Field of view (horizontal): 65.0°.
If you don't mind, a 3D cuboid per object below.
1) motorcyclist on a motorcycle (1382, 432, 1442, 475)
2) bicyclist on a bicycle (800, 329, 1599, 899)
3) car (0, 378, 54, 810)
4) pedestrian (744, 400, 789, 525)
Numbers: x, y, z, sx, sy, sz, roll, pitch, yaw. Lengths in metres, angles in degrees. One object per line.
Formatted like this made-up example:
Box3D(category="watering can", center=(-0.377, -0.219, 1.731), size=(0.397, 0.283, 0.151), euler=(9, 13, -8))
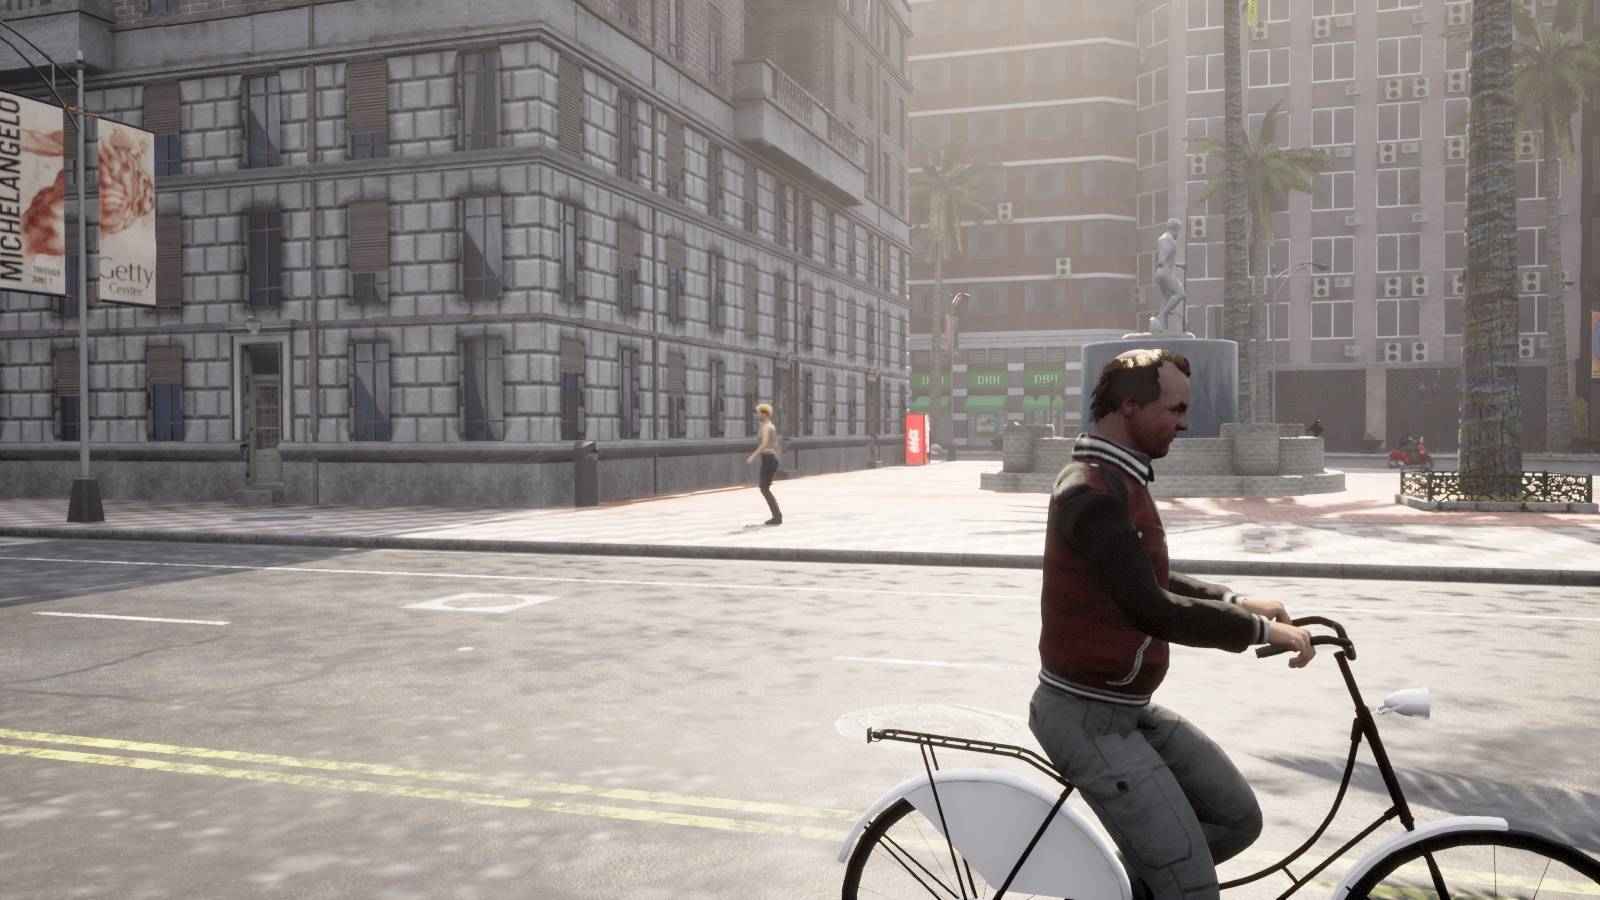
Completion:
Box3D(category="motorcyclist on a motorcycle", center=(22.923, 0.113, 47.035), size=(0.866, 1.590, 1.817), euler=(-1, 1, -34))
Box3D(category="bicyclist on a bicycle", center=(0.978, 0.655, 2.875), size=(1.843, 1.776, 0.659), euler=(0, 1, 19))
Box3D(category="car", center=(-5.684, 0.582, 5.087), size=(4.553, 1.767, 2.097), euler=(1, 1, 18))
Box3D(category="pedestrian", center=(-0.498, 0.181, 18.779), size=(0.594, 1.836, 0.345), euler=(0, 1, 16))
